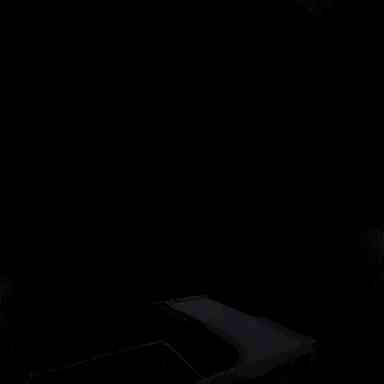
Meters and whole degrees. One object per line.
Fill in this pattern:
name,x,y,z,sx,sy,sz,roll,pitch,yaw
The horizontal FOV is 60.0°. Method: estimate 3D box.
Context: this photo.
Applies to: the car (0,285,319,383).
car,-1.194,1.601,2.524,4.718,1.301,1.895,0,0,-36
